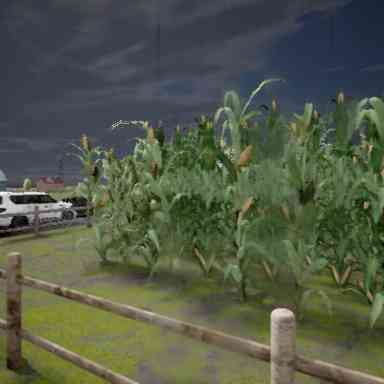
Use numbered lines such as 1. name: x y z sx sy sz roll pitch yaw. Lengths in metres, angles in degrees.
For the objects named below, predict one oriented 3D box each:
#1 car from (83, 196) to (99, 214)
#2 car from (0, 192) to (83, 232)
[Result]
1. car: -9.213 1.103 26.044 1.837 1.490 4.892 1 2 22
2. car: -9.129 1.003 18.809 2.150 2.045 5.566 1 1 23
